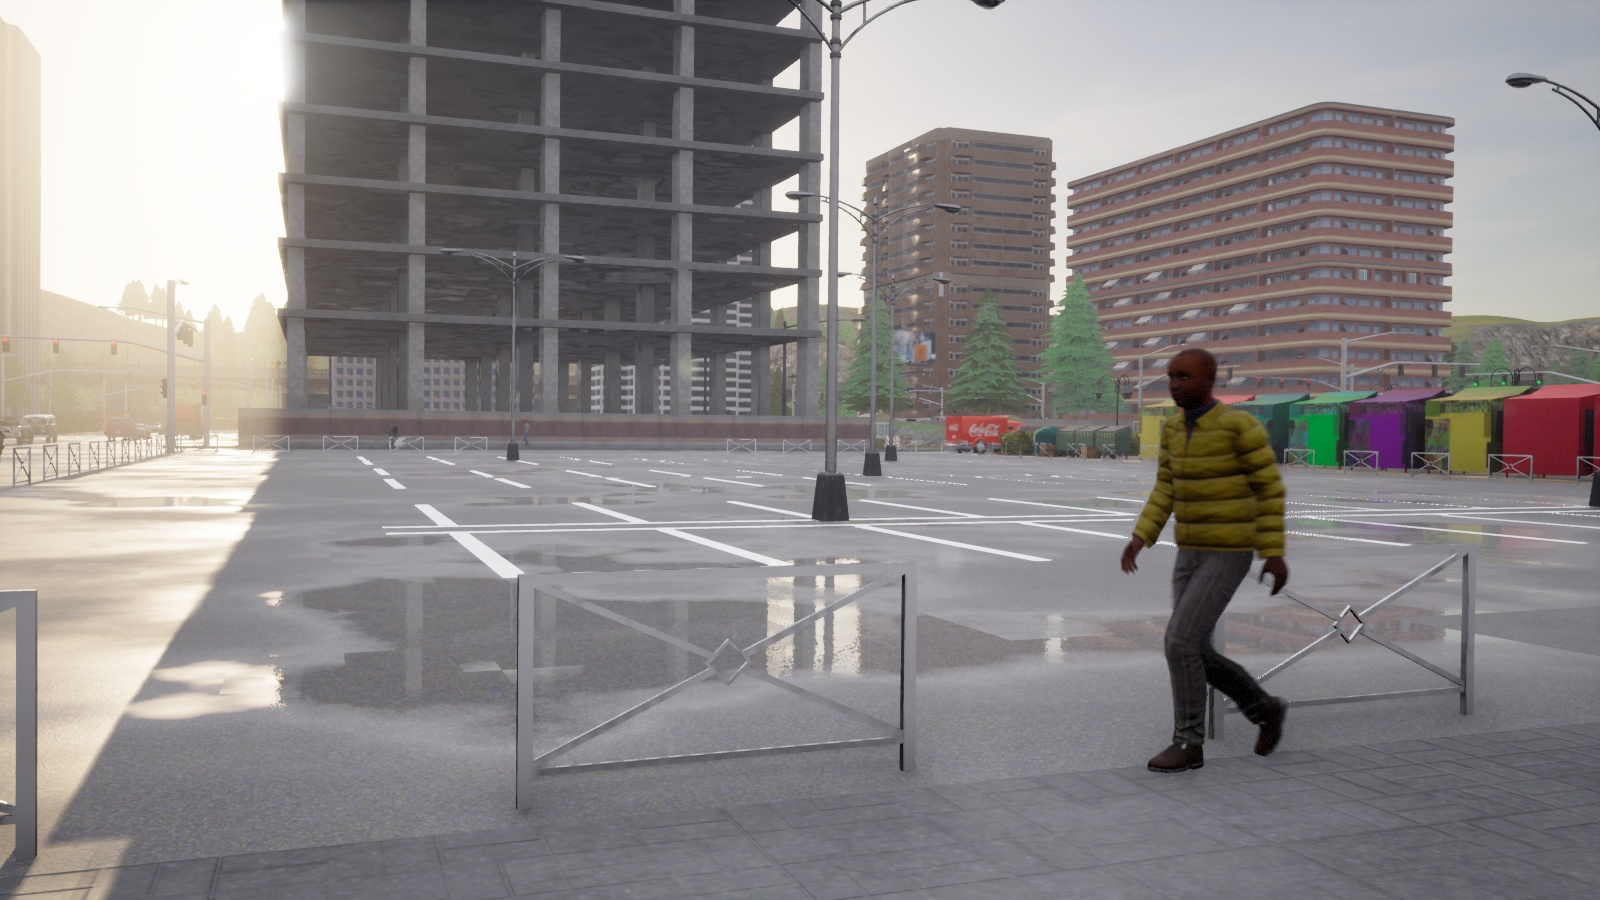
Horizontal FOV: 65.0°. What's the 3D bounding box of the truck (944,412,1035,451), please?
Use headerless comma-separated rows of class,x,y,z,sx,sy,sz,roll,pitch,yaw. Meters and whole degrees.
truck,12.307,-1.206,81.677,5.204,2.467,2.627,-1,1,-21

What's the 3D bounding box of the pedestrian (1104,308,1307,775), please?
pedestrian,1.687,0.353,5.232,0.726,1.835,0.370,-1,1,-21

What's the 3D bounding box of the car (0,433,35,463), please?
car,-51.124,-0.155,81.270,1.932,1.855,4.605,-1,1,-21

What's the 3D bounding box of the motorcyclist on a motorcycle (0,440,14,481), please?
motorcyclist on a motorcycle,-30.371,0.392,47.284,0.866,1.530,2.191,-1,1,-21
